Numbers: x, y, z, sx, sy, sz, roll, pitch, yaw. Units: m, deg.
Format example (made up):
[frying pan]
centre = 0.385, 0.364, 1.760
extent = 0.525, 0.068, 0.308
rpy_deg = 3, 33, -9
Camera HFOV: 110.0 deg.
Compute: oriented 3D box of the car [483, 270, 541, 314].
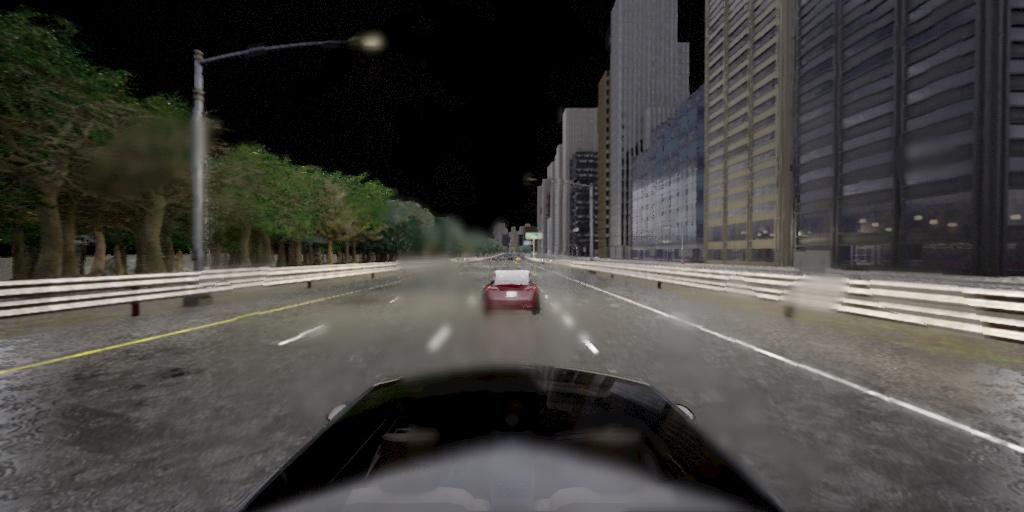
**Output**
[car]
centre = 0.000, 1.256, 13.737
extent = 2.163, 1.488, 4.792
rpy_deg = 0, 0, 0
